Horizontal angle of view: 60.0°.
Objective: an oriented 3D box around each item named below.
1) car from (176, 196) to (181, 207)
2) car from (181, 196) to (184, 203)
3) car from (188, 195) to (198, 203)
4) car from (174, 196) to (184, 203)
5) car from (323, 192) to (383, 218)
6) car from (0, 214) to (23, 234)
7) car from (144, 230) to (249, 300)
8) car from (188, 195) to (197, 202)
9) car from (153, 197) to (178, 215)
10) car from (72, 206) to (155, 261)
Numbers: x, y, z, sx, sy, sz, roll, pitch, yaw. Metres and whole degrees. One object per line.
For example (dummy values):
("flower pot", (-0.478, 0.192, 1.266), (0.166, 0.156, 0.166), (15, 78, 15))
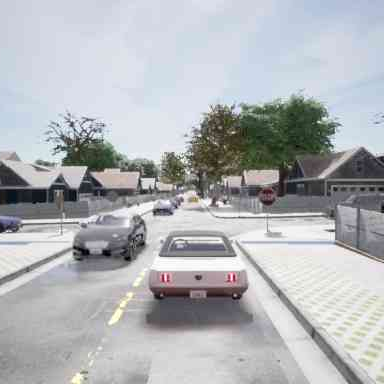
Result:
("car", (-2.764, 1.450, 43.630), (1.812, 1.442, 4.674), (0, 0, 0))
("car", (-2.739, 1.507, 53.702), (1.895, 1.301, 4.718), (0, 0, 0))
("car", (0.222, 1.364, 66.176), (1.882, 1.535, 5.008), (0, 0, 0))
("car", (-2.635, 1.485, 67.660), (1.895, 1.301, 4.718), (0, 0, 0))
("car", (11.631, 0.951, 23.362), (4.553, 1.767, 2.097), (-1, 0, 0))
("car", (-12.749, 1.810, 20.185), (4.674, 1.442, 1.812), (-2, 0, 3))
("car", (0.120, 1.596, 8.356), (1.895, 1.301, 4.718), (0, 0, 0))
("car", (0.144, 1.398, 76.136), (2.128, 1.511, 4.902), (0, 0, 0))
("car", (-2.787, 1.493, 33.605), (2.033, 1.411, 5.357), (0, 0, 0))
("car", (-2.821, 1.480, 12.273), (2.128, 1.511, 4.902), (0, 0, 1))
